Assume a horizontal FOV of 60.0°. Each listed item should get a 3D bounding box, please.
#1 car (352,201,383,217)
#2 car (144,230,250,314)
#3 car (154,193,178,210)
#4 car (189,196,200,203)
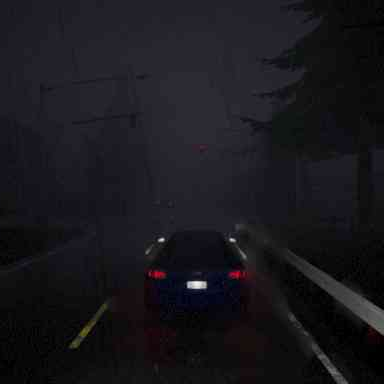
[{"bbox_3d":[15.471,1.489,26.625,4.892,1.490,1.837,0,0,0],"label":"car"},{"bbox_3d":[0.114,1.564,7.719,1.994,1.385,4.181,0,0,1],"label":"car"},{"bbox_3d":[-3.293,1.352,42.219,2.097,1.767,4.553,0,0,1],"label":"car"},{"bbox_3d":[0.468,1.524,66.283,1.812,1.442,4.674,0,0,0],"label":"car"}]
